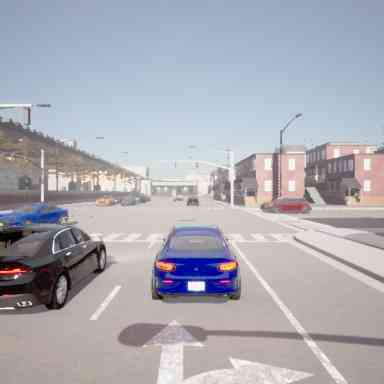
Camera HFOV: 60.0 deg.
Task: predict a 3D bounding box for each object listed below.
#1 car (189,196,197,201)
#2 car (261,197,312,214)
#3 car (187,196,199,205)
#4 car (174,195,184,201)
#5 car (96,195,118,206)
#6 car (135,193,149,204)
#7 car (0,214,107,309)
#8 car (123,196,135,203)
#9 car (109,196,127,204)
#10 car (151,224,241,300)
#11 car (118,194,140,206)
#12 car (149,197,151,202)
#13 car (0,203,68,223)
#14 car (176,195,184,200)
[{"bbox_3d":[0.191,1.595,83.965,1.895,1.301,4.718,0,0,0],"label":"car"},{"bbox_3d":[9.890,1.352,34.510,4.553,1.767,2.097,0,0,-1],"label":"car"},{"bbox_3d":[0.201,1.477,57.916,1.882,1.535,5.008,0,0,0],"label":"car"},{"bbox_3d":[-3.317,1.595,80.405,1.895,1.301,4.718,0,0,0],"label":"car"},{"bbox_3d":[-13.956,1.352,53.684,2.097,1.767,4.553,0,0,0],"label":"car"},{"bbox_3d":[-10.382,1.221,65.251,2.150,2.045,5.566,0,0,0],"label":"car"},{"bbox_3d":[-3.411,1.505,7.831,1.837,1.490,4.892,0,0,0],"label":"car"},{"bbox_3d":[-13.835,1.524,72.947,1.812,1.442,4.674,0,0,0],"label":"car"},{"bbox_3d":[-13.907,1.491,62.733,2.128,1.511,4.902,0,0,1],"label":"car"},{"bbox_3d":[0.096,1.526,8.286,1.812,1.442,4.674,0,0,0],"label":"car"},{"bbox_3d":[-10.450,1.547,55.389,2.033,1.411,5.357,0,0,0],"label":"car"},{"bbox_3d":[-10.330,1.552,75.119,1.994,1.385,4.181,0,0,0],"label":"car"},{"bbox_3d":[-9.647,1.478,20.323,1.882,1.535,5.008,-1,0,15],"label":"car"},{"bbox_3d":[-3.291,1.524,92.199,1.812,1.442,4.674,0,0,0],"label":"car"}]
